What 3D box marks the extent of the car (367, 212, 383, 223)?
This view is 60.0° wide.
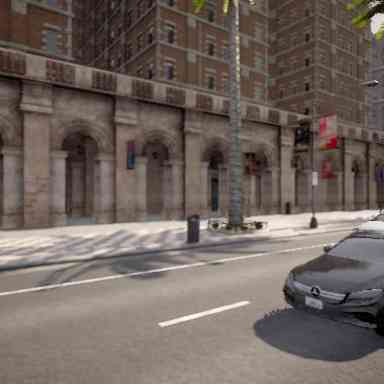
[{"bbox_3d":[9.097,1.589,14.777,4.674,1.442,1.812,0,0,-35],"label":"car"}]

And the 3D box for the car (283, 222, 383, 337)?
[{"bbox_3d":[3.879,1.554,6.760,4.674,1.442,1.812,0,0,-35],"label":"car"}]
